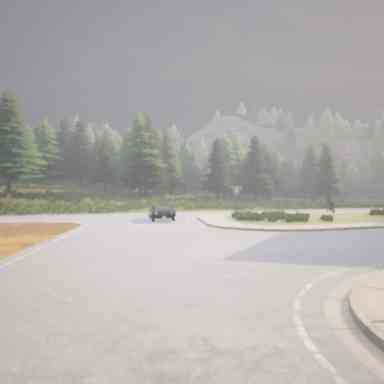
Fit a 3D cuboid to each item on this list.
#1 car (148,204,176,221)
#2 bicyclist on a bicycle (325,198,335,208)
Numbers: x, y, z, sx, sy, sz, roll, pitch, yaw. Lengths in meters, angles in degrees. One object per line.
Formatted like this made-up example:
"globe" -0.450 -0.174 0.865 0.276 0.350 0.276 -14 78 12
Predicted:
"car" -2.560 1.648 27.402 1.895 1.301 4.718 0 0 -11
"bicyclist on a bicycle" 15.234 1.486 36.750 0.582 1.620 1.656 0 -1 -22
